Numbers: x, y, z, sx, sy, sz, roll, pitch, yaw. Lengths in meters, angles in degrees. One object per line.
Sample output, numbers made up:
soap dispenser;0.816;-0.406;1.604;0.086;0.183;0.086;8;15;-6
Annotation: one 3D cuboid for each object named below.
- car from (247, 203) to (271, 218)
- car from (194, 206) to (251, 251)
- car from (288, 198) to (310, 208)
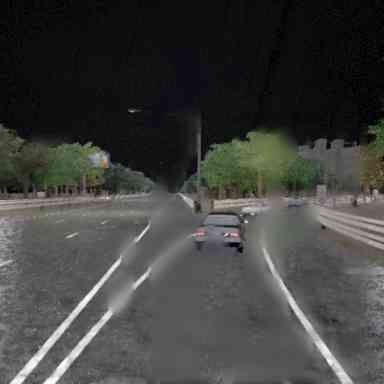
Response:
car;6.110;1.639;30.961;1.895;1.301;4.718;0;0;22
car;1.349;1.560;14.203;2.033;1.411;5.357;0;0;10
car;15.583;1.612;48.357;2.033;1.411;5.357;0;0;36
